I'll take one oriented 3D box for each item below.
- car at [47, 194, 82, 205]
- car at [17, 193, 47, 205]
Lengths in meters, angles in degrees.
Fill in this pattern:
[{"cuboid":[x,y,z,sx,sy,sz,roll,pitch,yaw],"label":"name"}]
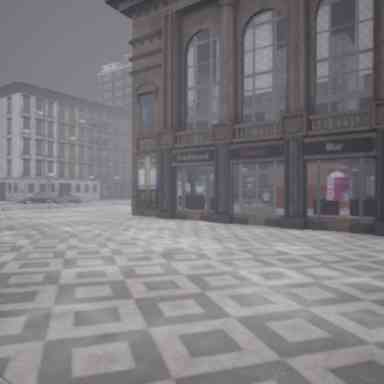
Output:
[{"cuboid":[-17.497,1.020,46.537,1.994,1.385,4.181,0,0,36],"label":"car"},{"cuboid":[-21.685,0.953,46.258,1.837,1.490,4.892,0,0,35],"label":"car"}]
